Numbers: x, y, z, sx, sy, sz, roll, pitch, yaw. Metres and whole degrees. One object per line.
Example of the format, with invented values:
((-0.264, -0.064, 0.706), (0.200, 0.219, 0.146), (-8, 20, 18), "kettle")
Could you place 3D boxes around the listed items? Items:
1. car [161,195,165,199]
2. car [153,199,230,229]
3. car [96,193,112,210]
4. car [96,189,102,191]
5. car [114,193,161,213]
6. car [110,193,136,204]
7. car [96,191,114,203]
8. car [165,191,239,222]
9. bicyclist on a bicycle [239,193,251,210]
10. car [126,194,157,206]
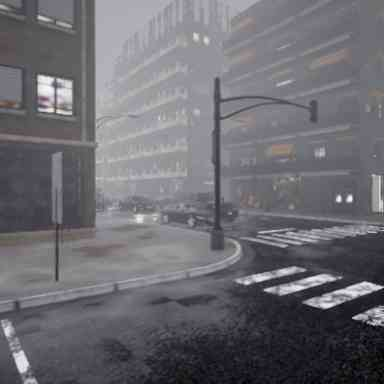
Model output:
((-3.229, 1.049, 38.039), (2.008, 1.369, 4.403), (1, 0, -36), "car")
((-0.170, 1.301, 19.634), (2.008, 1.369, 4.403), (1, 0, -36), "car")
((-10.018, 1.064, 33.125), (1.887, 1.381, 4.507), (1, 0, -36), "car")
((-15.177, 0.498, 50.009), (2.150, 2.045, 5.566), (0, 1, -36), "car")
((-5.120, 1.083, 30.796), (1.837, 1.490, 4.892), (0, 1, -36), "car")
((-9.893, 0.868, 47.170), (1.752, 1.417, 4.829), (1, 0, -36), "car")
((-11.047, 0.966, 38.929), (1.812, 1.442, 4.674), (0, 1, -36), "car")
((0.731, 0.938, 22.776), (2.150, 2.045, 5.566), (0, 1, -36), "car")
((5.063, 0.929, 31.660), (1.656, 1.620, 0.582), (-1, 1, -36), "bicyclist on a bicycle")
((-6.511, 0.972, 42.536), (2.008, 1.369, 4.403), (1, 0, -36), "car")
